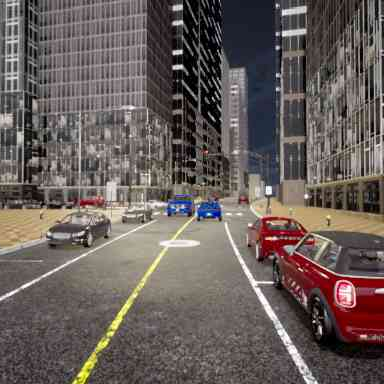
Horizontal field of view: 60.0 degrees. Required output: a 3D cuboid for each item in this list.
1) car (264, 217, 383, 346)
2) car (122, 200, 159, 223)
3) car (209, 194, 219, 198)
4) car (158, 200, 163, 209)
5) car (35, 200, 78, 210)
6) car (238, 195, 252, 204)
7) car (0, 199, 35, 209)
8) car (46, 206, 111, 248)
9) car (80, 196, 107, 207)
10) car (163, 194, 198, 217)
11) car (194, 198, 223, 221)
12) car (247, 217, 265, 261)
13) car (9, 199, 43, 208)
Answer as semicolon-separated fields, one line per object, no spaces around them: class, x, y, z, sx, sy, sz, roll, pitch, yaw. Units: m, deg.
car;2.816;1.441;6.313;1.967;1.590;4.097;1;0;2
car;-4.122;1.574;25.653;2.008;1.369;4.403;1;0;5
car;5.176;1.493;78.752;2.192;1.841;5.009;1;0;14
car;-5.341;1.702;44.002;4.718;1.301;1.895;-1;-1;30
car;-16.948;1.638;41.919;4.313;1.339;1.947;0;-1;13
car;10.095;1.412;65.066;2.192;1.841;5.009;1;0;13
car;-22.388;1.655;43.210;4.403;1.369;2.008;0;-1;13
car;-4.877;1.562;14.863;2.008;1.369;4.403;1;0;3
car;-15.134;1.536;49.590;5.009;1.841;2.192;0;-1;13
car;-0.956;1.246;31.899;2.150;2.045;5.566;0;0;6
car;1.486;1.495;27.121;1.882;1.535;5.008;0;0;5
car;3.010;1.547;11.953;1.887;1.381;4.507;1;0;3
car;-26.020;1.835;52.171;4.403;1.369;2.008;0;-1;13
